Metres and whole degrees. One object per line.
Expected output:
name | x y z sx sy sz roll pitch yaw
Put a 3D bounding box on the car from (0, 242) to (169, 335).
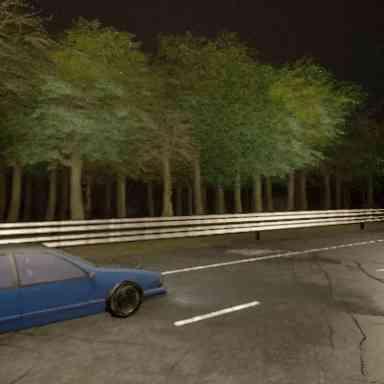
car | -3.073 1.628 5.840 5.357 1.411 2.033 1 -1 -36
